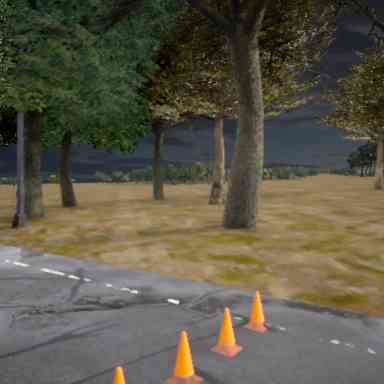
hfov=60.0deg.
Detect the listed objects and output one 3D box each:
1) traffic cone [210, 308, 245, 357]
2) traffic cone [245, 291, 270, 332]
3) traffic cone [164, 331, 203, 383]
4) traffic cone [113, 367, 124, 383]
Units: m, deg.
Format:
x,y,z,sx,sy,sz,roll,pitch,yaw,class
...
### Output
x,y,z,sx,sy,sz,roll,pitch,yaw,class
0.491,1.950,4.745,0.340,0.580,0.340,0,0,36,traffic cone
1.082,1.951,5.551,0.340,0.580,0.340,0,0,36,traffic cone
-0.101,1.949,3.938,0.340,0.580,0.340,0,0,36,traffic cone
-0.692,1.947,3.132,0.340,0.580,0.340,0,0,36,traffic cone
